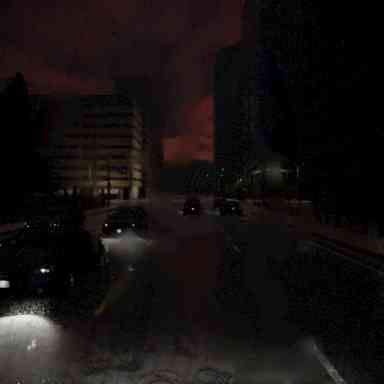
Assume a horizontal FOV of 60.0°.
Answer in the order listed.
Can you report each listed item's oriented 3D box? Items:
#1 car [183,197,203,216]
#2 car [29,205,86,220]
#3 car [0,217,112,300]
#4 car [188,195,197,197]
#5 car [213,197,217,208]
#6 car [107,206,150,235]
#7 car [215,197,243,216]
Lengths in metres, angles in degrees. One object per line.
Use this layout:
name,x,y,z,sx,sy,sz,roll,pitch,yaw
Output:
car,0.103,1.534,32.839,1.994,1.385,4.181,0,0,0
car,-7.083,1.489,17.707,1.837,1.490,4.892,0,0,0
car,-3.596,1.557,8.305,1.994,1.385,4.181,0,0,0
car,0.076,1.310,44.843,2.097,1.767,4.553,0,0,0
car,3.934,1.432,45.793,1.882,1.535,5.008,0,0,6
car,-3.577,1.530,19.034,2.033,1.411,5.357,0,0,0
car,3.610,1.518,31.688,2.033,1.411,5.357,0,0,0
